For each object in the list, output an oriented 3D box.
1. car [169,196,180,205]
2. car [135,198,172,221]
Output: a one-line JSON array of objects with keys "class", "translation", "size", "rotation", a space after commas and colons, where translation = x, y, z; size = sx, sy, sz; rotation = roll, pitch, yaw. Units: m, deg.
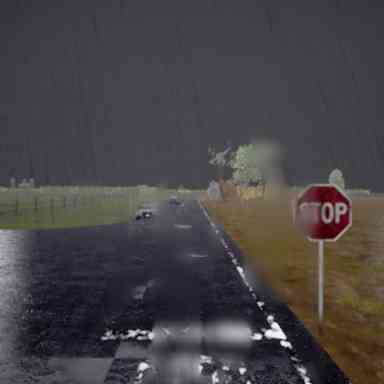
[{"class": "car", "translation": [-2.785, 1.296, 51.715], "size": [2.033, 1.411, 5.357], "rotation": [0, 0, 0]}, {"class": "car", "translation": [-3.006, 1.451, 25.579], "size": [1.994, 1.385, 4.181], "rotation": [0, 0, 5]}]
